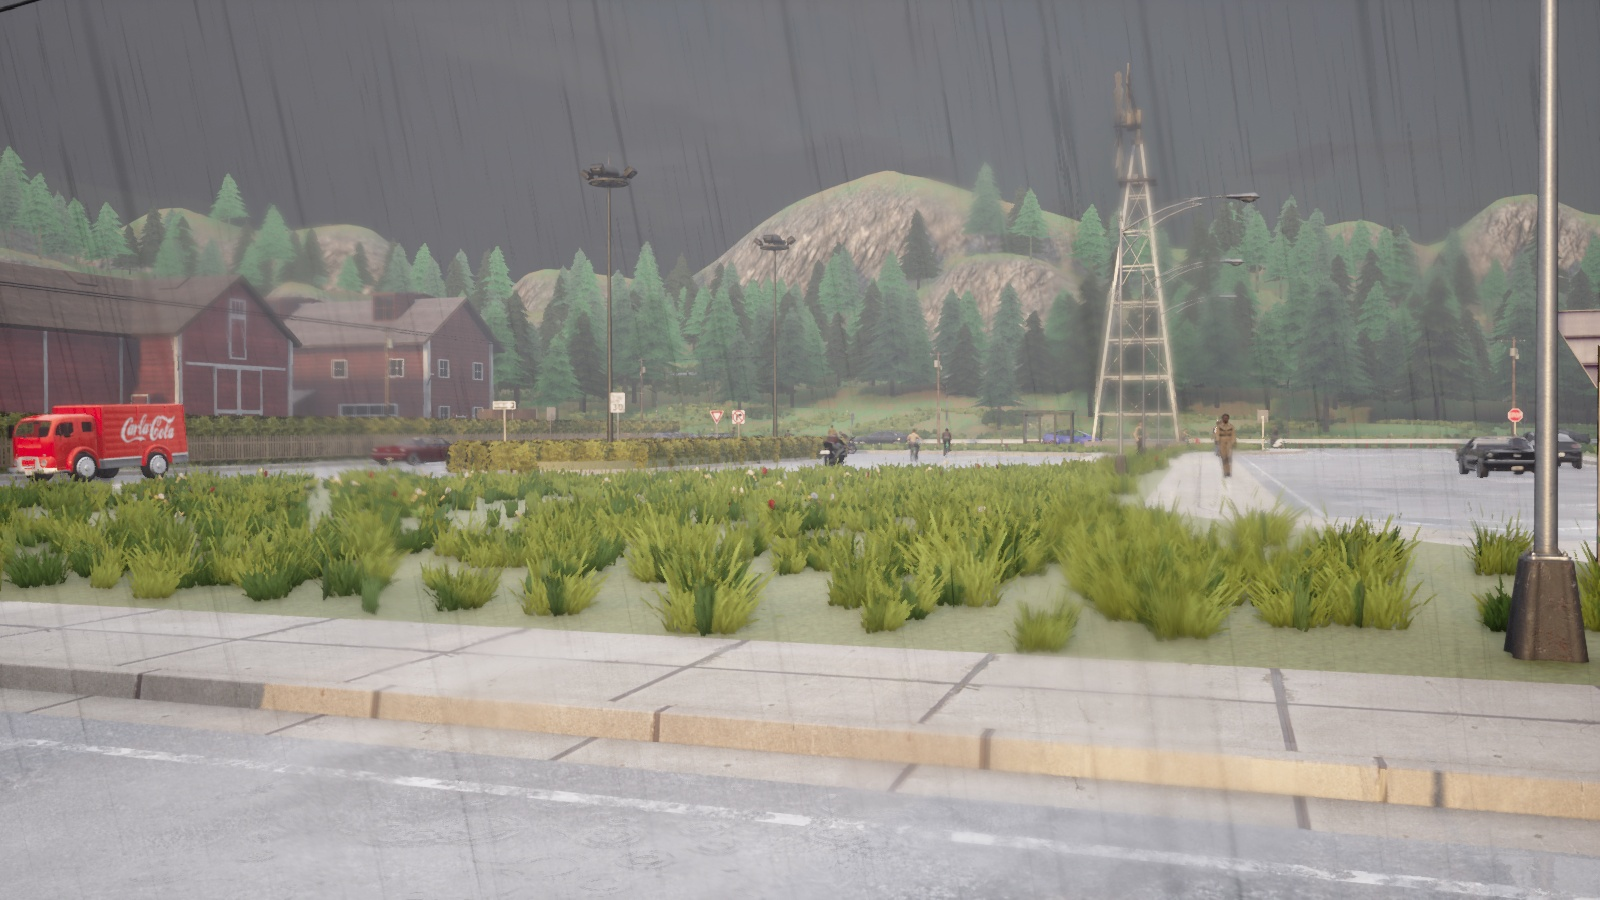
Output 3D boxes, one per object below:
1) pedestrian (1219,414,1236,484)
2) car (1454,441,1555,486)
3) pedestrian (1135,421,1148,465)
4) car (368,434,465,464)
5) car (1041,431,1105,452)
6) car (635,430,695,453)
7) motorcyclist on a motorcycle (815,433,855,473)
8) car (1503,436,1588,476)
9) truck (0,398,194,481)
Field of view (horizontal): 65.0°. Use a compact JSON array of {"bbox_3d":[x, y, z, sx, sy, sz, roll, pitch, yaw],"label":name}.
[{"bbox_3d":[11.898,-0.033,34.962,0.396,1.930,0.692,0,1,17],"label":"pedestrian"},{"bbox_3d":[22.320,0.371,39.968,1.895,1.301,4.718,1,1,18],"label":"car"},{"bbox_3d":[14.380,-0.307,52.865,0.345,1.836,0.594,0,1,-4],"label":"pedestrian"},{"bbox_3d":[-17.509,-0.061,57.599,1.895,1.301,4.718,1,1,19],"label":"car"},{"bbox_3d":[20.738,-0.677,95.440,4.514,1.525,2.007,1,1,19],"label":"car"},{"bbox_3d":[-8.889,-0.585,83.320,2.128,1.511,4.902,1,1,18],"label":"car"},{"bbox_3d":[1.347,0.096,48.102,0.866,1.530,2.191,0,1,20],"label":"motorcyclist on a motorcycle"},{"bbox_3d":[28.781,0.182,48.634,1.812,1.442,4.674,1,1,18],"label":"car"},{"bbox_3d":[-22.988,-0.441,41.234,2.627,2.467,5.204,1,3,18],"label":"truck"}]
